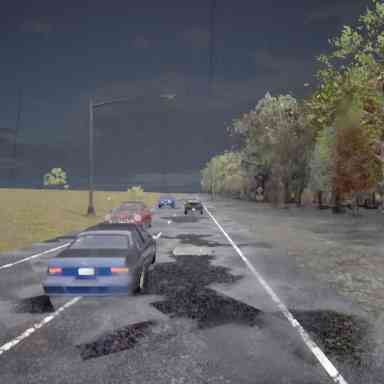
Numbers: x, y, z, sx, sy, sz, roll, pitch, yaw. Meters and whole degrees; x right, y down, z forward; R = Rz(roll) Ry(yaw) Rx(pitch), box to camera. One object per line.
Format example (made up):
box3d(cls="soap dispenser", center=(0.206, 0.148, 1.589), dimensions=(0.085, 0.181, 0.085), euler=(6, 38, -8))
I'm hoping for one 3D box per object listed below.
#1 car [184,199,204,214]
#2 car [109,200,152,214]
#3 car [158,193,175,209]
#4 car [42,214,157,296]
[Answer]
box3d(cls="car", center=(0.184, 1.512, 35.828), dimensions=(1.837, 1.490, 4.892), euler=(0, 0, 0))
box3d(cls="car", center=(-3.611, 1.359, 19.330), dimensions=(2.097, 1.767, 4.553), euler=(0, 0, 1))
box3d(cls="car", center=(-3.491, 1.228, 46.458), dimensions=(2.150, 2.045, 5.566), euler=(0, 0, 0))
box3d(cls="car", center=(-2.037, 1.551, 8.803), dimensions=(2.033, 1.411, 5.357), euler=(0, 0, -1))
